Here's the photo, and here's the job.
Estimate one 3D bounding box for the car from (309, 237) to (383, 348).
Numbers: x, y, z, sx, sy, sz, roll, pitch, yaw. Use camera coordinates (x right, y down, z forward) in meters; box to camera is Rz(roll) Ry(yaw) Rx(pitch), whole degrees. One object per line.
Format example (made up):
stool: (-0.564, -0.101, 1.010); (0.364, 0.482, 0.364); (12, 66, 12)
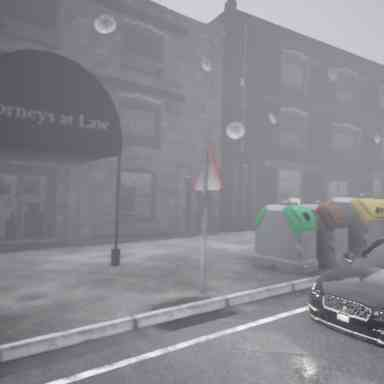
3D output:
car: (4.220, 1.572, 6.103); (4.892, 1.490, 1.837); (0, 0, -33)
